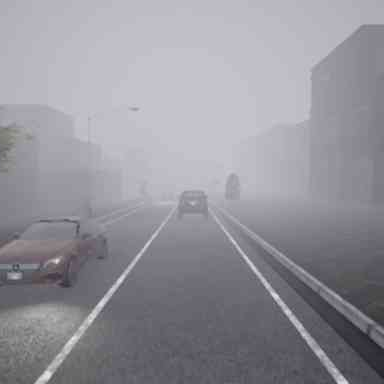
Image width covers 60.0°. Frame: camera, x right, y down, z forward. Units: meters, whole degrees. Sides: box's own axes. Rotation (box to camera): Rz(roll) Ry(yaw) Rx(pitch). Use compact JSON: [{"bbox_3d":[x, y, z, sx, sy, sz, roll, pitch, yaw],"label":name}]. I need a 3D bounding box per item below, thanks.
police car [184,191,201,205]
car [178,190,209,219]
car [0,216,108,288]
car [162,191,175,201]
[{"bbox_3d":[0.053,0.685,42.561,1.930,1.638,5.238,0,1,0],"label":"police car"},{"bbox_3d":[0.084,0.849,25.282,2.150,2.045,5.566,0,2,0],"label":"car"},{"bbox_3d":[-3.606,1.428,9.092,1.812,1.442,4.674,0,1,0],"label":"car"},{"bbox_3d":[-3.587,0.571,51.358,2.128,1.511,4.902,0,1,0],"label":"car"}]
